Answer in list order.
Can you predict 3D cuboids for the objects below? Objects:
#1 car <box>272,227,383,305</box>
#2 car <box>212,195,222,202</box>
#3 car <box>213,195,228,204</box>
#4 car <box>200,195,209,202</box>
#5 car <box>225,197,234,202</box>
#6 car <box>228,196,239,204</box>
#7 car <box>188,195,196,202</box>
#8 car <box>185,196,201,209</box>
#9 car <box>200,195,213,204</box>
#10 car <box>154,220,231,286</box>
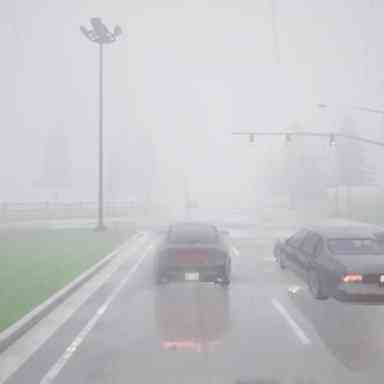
[{"bbox_3d":[3.511,1.611,8.430,2.033,1.411,5.357,0,0,0],"label":"car"},{"bbox_3d":[6.939,1.745,92.431,2.150,2.045,5.566,0,0,0],"label":"car"},{"bbox_3d":[6.946,2.126,81.978,2.128,1.511,4.902,0,0,0],"label":"car"},{"bbox_3d":[3.439,1.745,92.429,2.150,2.045,5.566,0,0,0],"label":"car"},{"bbox_3d":[10.439,2.019,92.401,1.837,1.490,4.892,0,0,0],"label":"car"},{"bbox_3d":[10.446,1.960,82.368,2.097,1.767,4.553,0,0,0],"label":"car"},{"bbox_3d":[-0.061,1.745,92.426,2.150,2.045,5.566,0,0,0],"label":"car"},{"bbox_3d":[-0.034,1.860,51.354,1.882,1.535,5.008,0,0,0],"label":"car"},{"bbox_3d":[3.446,1.960,82.363,2.097,1.767,4.553,0,0,0],"label":"car"},{"bbox_3d":[0.026,1.579,9.634,1.837,1.490,4.892,0,0,1],"label":"car"}]
